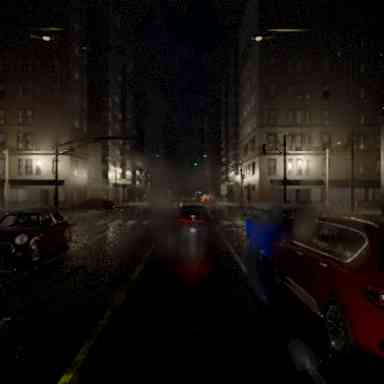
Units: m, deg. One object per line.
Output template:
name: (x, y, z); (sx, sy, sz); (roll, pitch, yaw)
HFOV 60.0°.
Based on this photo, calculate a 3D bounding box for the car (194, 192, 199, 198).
car: (2.062, 1.184, 77.833); (1.802, 1.307, 4.206); (0, 0, -1)

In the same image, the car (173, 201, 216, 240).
car: (0.107, 1.408, 16.500); (1.837, 1.490, 4.892); (0, 0, 1)

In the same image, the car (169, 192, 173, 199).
car: (-6.587, 0.904, 83.310); (2.192, 1.841, 5.009); (0, 0, -1)

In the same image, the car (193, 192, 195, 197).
car: (1.936, 1.131, 83.486); (1.887, 1.381, 4.507); (0, 0, -1)

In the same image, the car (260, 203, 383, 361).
car: (2.858, 1.280, 5.809); (2.192, 1.841, 5.009); (0, 0, 0)

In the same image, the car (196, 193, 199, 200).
car: (2.313, 1.232, 66.530); (1.802, 1.307, 4.206); (0, 0, -1)

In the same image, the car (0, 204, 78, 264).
car: (-5.670, 1.374, 11.326); (1.967, 1.590, 4.097); (0, 0, 0)

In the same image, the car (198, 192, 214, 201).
car: (2.563, 1.144, 55.222); (1.967, 1.590, 4.097); (0, 0, -1)

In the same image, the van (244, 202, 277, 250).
van: (2.857, 1.274, 11.332); (1.690, 1.788, 3.998); (0, 0, 0)

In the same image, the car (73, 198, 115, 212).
car: (-10.310, 1.336, 34.559); (4.674, 1.442, 1.812); (0, -1, 11)

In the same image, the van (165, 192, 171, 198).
van: (-6.838, 0.906, 94.621); (1.690, 1.788, 3.998); (0, 0, -1)

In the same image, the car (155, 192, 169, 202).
car: (-6.210, 1.092, 66.349); (1.967, 1.590, 4.097); (0, 0, -1)
